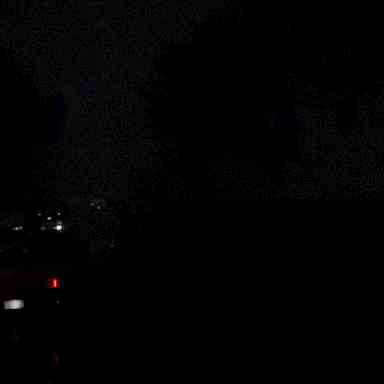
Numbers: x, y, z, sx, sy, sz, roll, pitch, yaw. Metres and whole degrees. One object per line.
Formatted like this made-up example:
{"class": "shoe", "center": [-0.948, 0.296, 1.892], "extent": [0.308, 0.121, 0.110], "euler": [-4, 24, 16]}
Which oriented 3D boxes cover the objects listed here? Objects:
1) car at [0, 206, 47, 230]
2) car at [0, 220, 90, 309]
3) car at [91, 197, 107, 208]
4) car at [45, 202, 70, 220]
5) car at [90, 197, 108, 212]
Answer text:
{"class": "car", "center": [-8.481, 1.584, 15.692], "extent": [1.994, 1.385, 4.181], "euler": [-1, 0, -13]}
{"class": "car", "center": [-3.472, 1.593, 7.744], "extent": [1.895, 1.301, 4.718], "euler": [-1, 0, -13]}
{"class": "car", "center": [-13.423, 1.432, 47.682], "extent": [2.033, 1.411, 5.357], "euler": [-1, 0, -18]}
{"class": "car", "center": [-11.119, 1.542, 27.056], "extent": [2.033, 1.411, 5.357], "euler": [-1, 0, -13]}
{"class": "car", "center": [-10.533, 1.448, 37.759], "extent": [1.812, 1.442, 4.674], "euler": [-1, 0, -14]}
